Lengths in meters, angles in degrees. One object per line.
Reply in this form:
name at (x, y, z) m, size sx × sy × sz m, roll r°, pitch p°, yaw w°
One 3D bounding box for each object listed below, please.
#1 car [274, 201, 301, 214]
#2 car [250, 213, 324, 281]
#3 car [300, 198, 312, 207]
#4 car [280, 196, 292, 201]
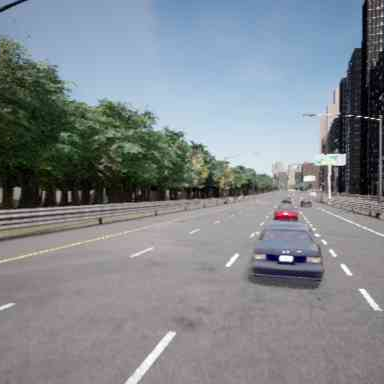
car at (8.328, 1.781, 29.493) m, size 1.994 × 1.385 × 4.181 m, roll 1°, pitch 0°, yaw 16°
car at (2.890, 1.626, 10.221) m, size 2.033 × 1.411 × 5.357 m, roll 1°, pitch 0°, yaw 16°
car at (21.454, 1.962, 62.695) m, size 1.837 × 1.490 × 4.892 m, roll 1°, pitch -1°, yaw 16°
car at (17.718, 1.926, 62.720) m, size 1.837 × 1.490 × 4.892 m, roll 1°, pitch 0°, yaw 16°
